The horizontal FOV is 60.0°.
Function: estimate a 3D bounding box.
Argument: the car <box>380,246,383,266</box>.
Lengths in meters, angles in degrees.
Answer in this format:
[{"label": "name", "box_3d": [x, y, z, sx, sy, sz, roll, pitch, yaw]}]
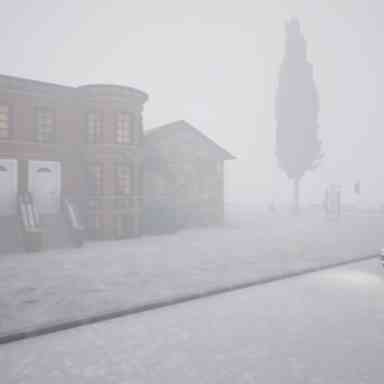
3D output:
[{"label": "car", "box_3d": [7.500, 1.531, 9.923, 4.674, 1.442, 1.812, 0, 0, -35]}]
